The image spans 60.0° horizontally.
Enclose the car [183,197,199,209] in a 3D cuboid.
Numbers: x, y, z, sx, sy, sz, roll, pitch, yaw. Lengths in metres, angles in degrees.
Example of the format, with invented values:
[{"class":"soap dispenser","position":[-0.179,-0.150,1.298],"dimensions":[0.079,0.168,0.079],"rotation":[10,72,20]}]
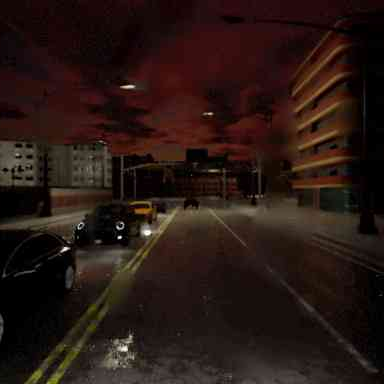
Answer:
[{"class":"car","position":[-0.102,1.434,43.207],"dimensions":[1.837,1.490,4.892],"rotation":[0,-1,0]}]

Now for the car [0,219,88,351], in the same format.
[{"class":"car","position":[-3.566,1.498,5.912],"dimensions":[1.837,1.490,4.892],"rotation":[0,0,-1]}]

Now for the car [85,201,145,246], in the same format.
[{"class":"car","position":[-3.641,1.330,15.116],"dimensions":[2.097,1.767,4.553],"rotation":[0,0,0]}]

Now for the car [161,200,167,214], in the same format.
[{"class":"car","position":[-3.637,1.512,34.325],"dimensions":[1.994,1.385,4.181],"rotation":[0,0,0]}]

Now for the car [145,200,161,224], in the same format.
[{"class":"car","position":[-3.657,1.442,24.299],"dimensions":[1.882,1.535,5.008],"rotation":[0,0,0]}]
